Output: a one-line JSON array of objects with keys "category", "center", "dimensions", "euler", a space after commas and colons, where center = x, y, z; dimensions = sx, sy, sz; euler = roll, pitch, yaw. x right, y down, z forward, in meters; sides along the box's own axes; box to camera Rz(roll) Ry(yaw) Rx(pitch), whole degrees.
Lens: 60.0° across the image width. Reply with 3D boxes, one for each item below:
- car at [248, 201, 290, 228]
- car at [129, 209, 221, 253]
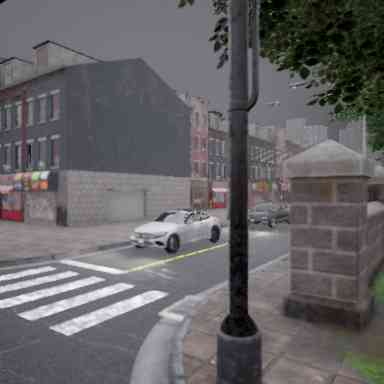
[{"category": "car", "center": [4.915, 1.391, 21.274], "dimensions": [1.837, 1.490, 4.892], "euler": [0, 0, 35]}, {"category": "car", "center": [-0.478, 1.457, 13.698], "dimensions": [1.812, 1.442, 4.674], "euler": [0, 0, 35]}]
